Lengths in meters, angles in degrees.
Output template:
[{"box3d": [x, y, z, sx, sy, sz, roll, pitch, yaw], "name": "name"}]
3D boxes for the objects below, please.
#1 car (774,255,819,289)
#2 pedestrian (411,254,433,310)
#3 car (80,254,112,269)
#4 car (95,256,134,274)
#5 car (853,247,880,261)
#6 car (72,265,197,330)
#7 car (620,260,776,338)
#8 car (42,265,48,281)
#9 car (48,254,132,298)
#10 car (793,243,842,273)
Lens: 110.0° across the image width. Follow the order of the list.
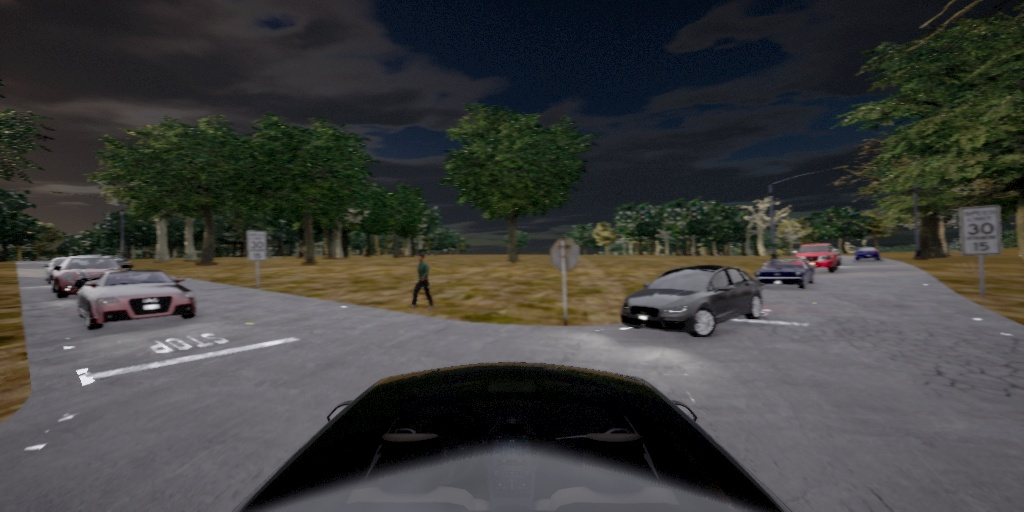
[{"box3d": [13.268, 0.805, 17.394, 4.718, 1.301, 1.895, -2, -1, -45], "name": "car"}, {"box3d": [-2.872, 0.810, 11.443, 0.375, 1.860, 0.375, -3, -3, 36], "name": "pedestrian"}, {"box3d": [-46.044, 0.559, 39.654, 5.008, 1.535, 1.882, 1, 1, 36], "name": "car"}, {"box3d": [-35.771, 0.730, 32.248, 4.674, 1.442, 1.812, 0, 1, 36], "name": "car"}, {"box3d": [40.758, -0.270, 41.257, 1.882, 1.535, 5.008, -3, -1, 41], "name": "car"}, {"box3d": [-10.805, 1.100, 10.308, 4.181, 1.385, 1.994, 1, 1, 36], "name": "car"}, {"box3d": [4.862, 1.034, 9.451, 4.892, 1.490, 1.837, -3, 0, -36], "name": "car"}, {"box3d": [-27.480, 0.857, 22.346, 4.892, 1.490, 1.837, 1, 1, 36], "name": "car"}, {"box3d": [-18.821, 0.799, 16.081, 4.553, 1.767, 2.097, 1, 1, 36], "name": "car"}, {"box3d": [22.293, 0.100, 26.298, 5.566, 2.045, 2.150, -2, -1, -45], "name": "car"}]
